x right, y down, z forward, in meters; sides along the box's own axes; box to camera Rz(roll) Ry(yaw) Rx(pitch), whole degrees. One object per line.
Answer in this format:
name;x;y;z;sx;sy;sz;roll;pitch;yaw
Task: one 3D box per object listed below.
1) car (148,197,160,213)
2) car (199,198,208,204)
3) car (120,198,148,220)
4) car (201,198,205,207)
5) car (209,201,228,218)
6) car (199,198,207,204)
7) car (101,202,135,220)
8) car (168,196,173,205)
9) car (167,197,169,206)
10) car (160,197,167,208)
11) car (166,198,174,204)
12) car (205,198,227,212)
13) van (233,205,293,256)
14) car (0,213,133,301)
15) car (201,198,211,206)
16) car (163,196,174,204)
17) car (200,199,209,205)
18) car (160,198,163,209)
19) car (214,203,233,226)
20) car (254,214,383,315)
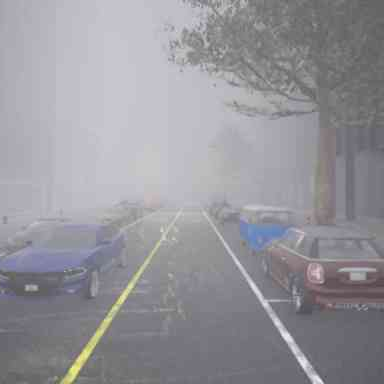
car;-5.672;1.639;41.513;2.192;1.841;5.009;0;-1;0
car;2.851;2.265;80.977;1.947;1.339;4.313;0;-1;0
car;-5.671;1.539;30.235;2.192;1.841;5.009;0;-1;0
car;2.854;1.990;52.781;1.947;1.339;4.313;0;-1;0
car;2.855;1.789;30.223;1.947;1.339;4.313;0;-1;0
car;2.850;2.326;86.617;1.947;1.339;4.313;0;-1;0
car;-5.670;1.700;24.426;1.752;1.417;4.829;0;0;0
car;-5.673;2.151;69.704;1.947;1.339;4.313;0;-1;0
car;-5.672;2.022;58.427;1.887;1.381;4.507;0;-1;0
car;-5.672;1.740;52.789;2.192;1.841;5.009;0;-1;0
car;-5.675;2.342;86.618;1.802;1.307;4.206;0;-1;0
car;2.854;1.588;35.866;2.192;1.841;5.009;0;-1;0
van;2.857;1.433;13.308;1.690;1.788;3.998;0;0;0
car;-3.001;1.539;8.721;1.882;1.535;5.008;0;0;0
car;2.852;2.025;69.701;1.967;1.590;4.097;0;-1;0
car;-5.675;2.015;80.982;2.192;1.841;5.009;0;-1;0
car;2.851;2.223;75.338;1.802;1.307;4.206;0;-1;0
car;-5.671;1.940;47.150;1.947;1.339;4.313;0;-1;0
car;2.855;1.757;24.586;1.802;1.307;4.206;0;-1;0
car;2.858;1.494;7.668;1.967;1.590;4.097;0;0;0
